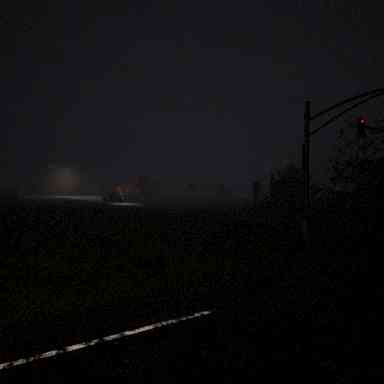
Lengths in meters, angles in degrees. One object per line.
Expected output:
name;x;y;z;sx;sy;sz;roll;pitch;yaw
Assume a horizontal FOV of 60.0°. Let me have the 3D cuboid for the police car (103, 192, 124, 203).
police car;-11.779;0.821;49.809;2.038;1.542;4.974;1;0;-32
